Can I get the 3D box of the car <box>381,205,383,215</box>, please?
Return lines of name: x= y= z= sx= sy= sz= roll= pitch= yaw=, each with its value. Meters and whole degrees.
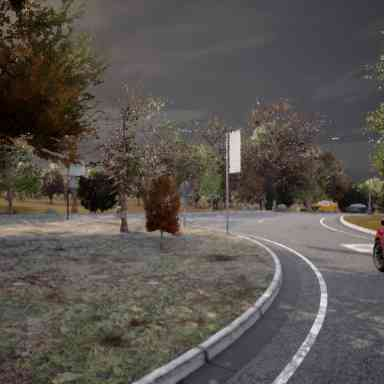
car: x=30.707 y=2.881 z=50.540 sx=4.902 sy=1.511 sz=2.128 roll=7 pitch=-5 yaw=-43

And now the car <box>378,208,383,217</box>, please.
car: x=35.337 y=3.700 z=59.918 sx=4.892 sy=1.490 sz=1.837 roll=7 pitch=-4 yaw=-43

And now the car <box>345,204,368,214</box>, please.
car: x=24.836 y=2.528 z=50.038 sx=4.892 sy=1.490 sz=1.837 roll=4 pitch=-3 yaw=-42

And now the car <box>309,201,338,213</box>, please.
car: x=16.851 y=1.846 z=42.483 sx=5.008 sy=1.535 sz=1.882 roll=3 pitch=-2 yaw=-43

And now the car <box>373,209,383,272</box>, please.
car: x=5.734 y=1.221 z=7.368 sx=2.150 sy=2.045 sz=5.566 roll=0 pitch=0 yaw=18
